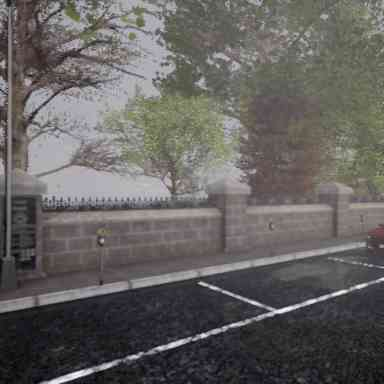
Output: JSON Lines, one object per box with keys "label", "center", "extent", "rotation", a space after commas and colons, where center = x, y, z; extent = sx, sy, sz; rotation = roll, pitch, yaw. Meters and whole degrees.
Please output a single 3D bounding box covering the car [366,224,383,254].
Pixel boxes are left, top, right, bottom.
{"label": "car", "center": [8.246, 1.577, 12.438], "extent": [4.507, 1.381, 1.887], "rotation": [0, 0, -35]}
